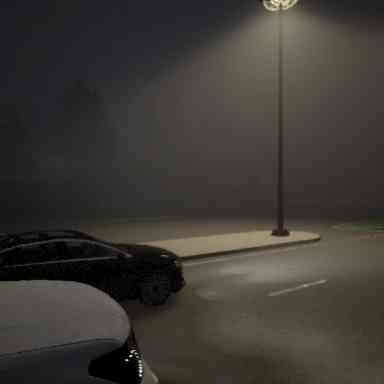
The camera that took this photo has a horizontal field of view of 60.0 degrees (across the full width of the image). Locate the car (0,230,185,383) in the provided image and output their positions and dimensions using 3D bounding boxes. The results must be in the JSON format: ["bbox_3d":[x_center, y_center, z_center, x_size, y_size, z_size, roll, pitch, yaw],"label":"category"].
[{"bbox_3d":[-2.901,1.223,1.677,5.566,2.045,2.150,0,0,-36],"label":"car"}]

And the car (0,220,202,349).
[{"bbox_3d":[-2.416,1.491,6.322,4.902,1.511,2.128,0,0,-36],"label":"car"}]
